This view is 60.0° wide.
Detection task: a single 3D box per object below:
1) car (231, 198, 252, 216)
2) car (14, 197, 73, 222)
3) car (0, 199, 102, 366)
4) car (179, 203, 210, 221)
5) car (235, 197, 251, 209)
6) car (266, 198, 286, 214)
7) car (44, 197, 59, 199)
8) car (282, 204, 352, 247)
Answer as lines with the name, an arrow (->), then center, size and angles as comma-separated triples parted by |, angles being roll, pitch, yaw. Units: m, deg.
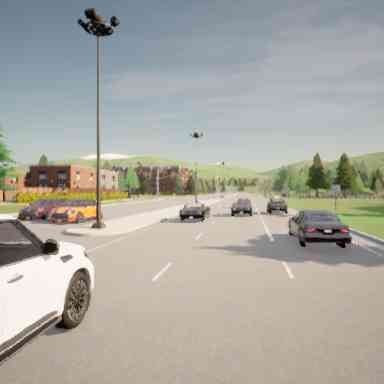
car -> 4.705, 1.529, 31.326 | 1.895, 1.301, 4.718 | 0, 0, 9
car -> -11.547, 1.292, 26.339 | 2.097, 1.767, 4.553 | 0, 0, 10
car -> -3.079, 1.211, 3.834 | 2.150, 2.045, 5.566 | 0, 0, 5
car -> 0.331, 1.540, 26.405 | 1.895, 1.301, 4.718 | 0, 0, 9
car -> 6.930, 1.461, 44.737 | 1.994, 1.385, 4.181 | 0, 0, 10
car -> 8.841, 1.409, 34.828 | 2.128, 1.511, 4.902 | 0, 0, 10
car -> -8.373, 1.297, 24.106 | 2.097, 1.767, 4.553 | 0, 0, 10
car -> 5.514, 1.512, 14.944 | 2.033, 1.411, 5.357 | 0, 0, 9
